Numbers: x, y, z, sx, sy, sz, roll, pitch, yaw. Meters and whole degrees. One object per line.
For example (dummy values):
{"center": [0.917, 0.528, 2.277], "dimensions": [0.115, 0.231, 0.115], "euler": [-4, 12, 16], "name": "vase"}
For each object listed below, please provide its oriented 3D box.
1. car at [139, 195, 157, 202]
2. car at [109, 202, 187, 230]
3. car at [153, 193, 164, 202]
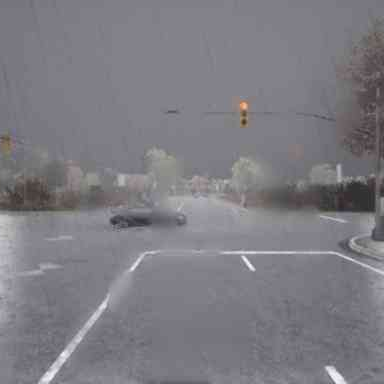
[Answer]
{"center": [-7.025, 1.519, 51.170], "dimensions": [1.994, 1.385, 4.181], "euler": [0, 0, 0], "name": "car"}
{"center": [-2.642, 1.520, 20.204], "dimensions": [4.674, 1.442, 1.812], "euler": [0, 0, 3], "name": "car"}
{"center": [-6.936, 1.163, 66.599], "dimensions": [2.150, 2.045, 5.566], "euler": [0, 0, 0], "name": "car"}
